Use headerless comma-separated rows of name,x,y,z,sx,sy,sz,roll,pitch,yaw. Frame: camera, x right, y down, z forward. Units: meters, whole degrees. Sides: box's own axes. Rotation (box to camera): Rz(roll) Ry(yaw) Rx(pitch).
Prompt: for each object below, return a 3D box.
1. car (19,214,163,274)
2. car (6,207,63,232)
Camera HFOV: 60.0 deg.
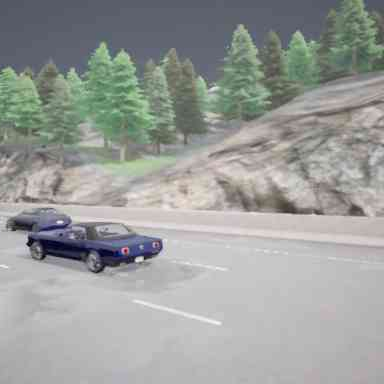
car,-3.278,1.600,10.622,4.718,1.301,1.895,0,0,36
car,-8.604,1.562,18.733,4.181,1.385,1.994,0,0,36
